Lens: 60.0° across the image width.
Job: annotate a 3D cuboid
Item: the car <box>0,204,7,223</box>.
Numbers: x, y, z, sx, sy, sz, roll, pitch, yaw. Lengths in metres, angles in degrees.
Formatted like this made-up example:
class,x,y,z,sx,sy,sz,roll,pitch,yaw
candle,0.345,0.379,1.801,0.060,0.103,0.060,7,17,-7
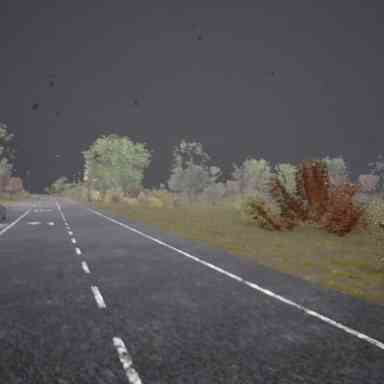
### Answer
class,x,y,z,sx,sy,sz,roll,pitch,yaw
car,-15.563,1.585,25.768,2.033,1.411,5.357,0,0,-23
